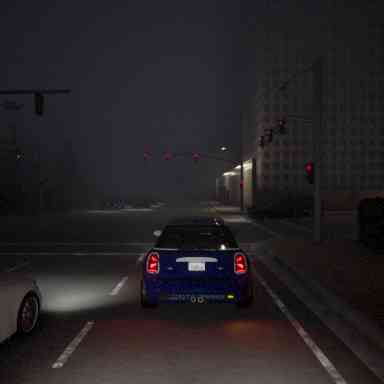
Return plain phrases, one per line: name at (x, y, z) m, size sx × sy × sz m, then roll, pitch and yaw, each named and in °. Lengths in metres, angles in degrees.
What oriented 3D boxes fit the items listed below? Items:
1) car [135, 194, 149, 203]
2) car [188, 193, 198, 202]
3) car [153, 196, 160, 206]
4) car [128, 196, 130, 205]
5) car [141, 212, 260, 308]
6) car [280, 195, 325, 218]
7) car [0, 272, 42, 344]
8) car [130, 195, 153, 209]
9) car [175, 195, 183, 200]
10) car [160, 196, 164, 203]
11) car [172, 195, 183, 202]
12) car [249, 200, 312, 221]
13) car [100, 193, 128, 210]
car at (-10.334, 1.354, 68.742) m, size 2.097 × 1.767 × 4.553 m, roll 0°, pitch 0°, yaw 0°
car at (0.176, 1.530, 73.123) m, size 2.033 × 1.411 × 5.357 m, roll 0°, pitch 0°, yaw 0°
car at (-6.944, 1.505, 55.973) m, size 1.837 × 1.490 × 4.892 m, roll 0°, pitch 0°, yaw 0°
car at (-10.452, 1.477, 54.575) m, size 1.882 × 1.535 × 5.008 m, roll 0°, pitch 0°, yaw 0°
car at (0.102, 1.352, 8.070) m, size 2.097 × 1.767 × 4.553 m, roll 0°, pitch 0°, yaw 0°
car at (9.197, 1.277, 30.445) m, size 5.566 × 2.045 × 2.150 m, roll 0°, pitch 0°, yaw 0°
car at (-3.430, 1.526, 3.640) m, size 1.812 × 1.442 × 4.674 m, roll 0°, pitch 0°, yaw 1°
car at (-6.973, 1.525, 46.345) m, size 1.812 × 1.442 × 4.674 m, roll 0°, pitch 0°, yaw 0°
car at (-3.298, 1.422, 83.794) m, size 1.895 × 1.301 × 4.718 m, roll 0°, pitch 0°, yaw 0°
car at (-6.833, 1.557, 69.292) m, size 1.994 × 1.385 × 4.181 m, roll 0°, pitch 0°, yaw 0°
car at (-3.323, 1.469, 73.542) m, size 1.882 × 1.535 × 5.008 m, roll 0°, pitch 0°, yaw 0°
car at (6.885, 1.581, 26.935) m, size 4.674 × 1.442 × 1.812 m, roll 0°, pitch 0°, yaw 0°
car at (-10.484, 1.221, 44.114) m, size 2.150 × 2.045 × 5.566 m, roll 0°, pitch 0°, yaw 0°
